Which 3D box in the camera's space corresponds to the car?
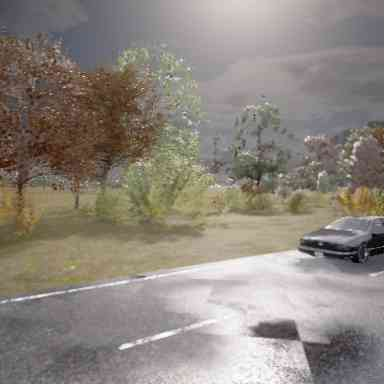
[{"bbox_3d":[6.185,1.574,12.085,5.357,1.411,2.033,0,0,-35],"label":"car"}]
